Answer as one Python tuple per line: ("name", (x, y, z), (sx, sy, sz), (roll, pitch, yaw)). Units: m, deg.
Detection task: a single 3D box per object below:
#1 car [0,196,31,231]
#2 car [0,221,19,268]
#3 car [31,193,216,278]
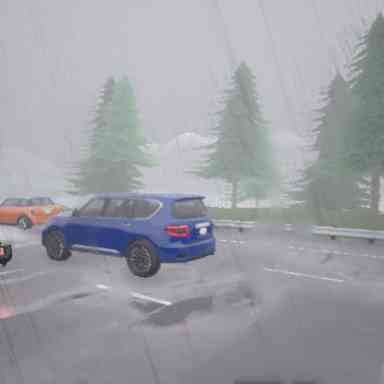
("car", (-9.306, 1.016, 18.168), (4.553, 1.767, 2.097), (1, 1, 29))
("car", (-6.781, 1.441, 8.569), (4.718, 1.301, 1.895), (1, 1, 32))
("car", (-1.985, 1.039, 9.768), (5.566, 2.045, 2.150), (1, 1, 32))
